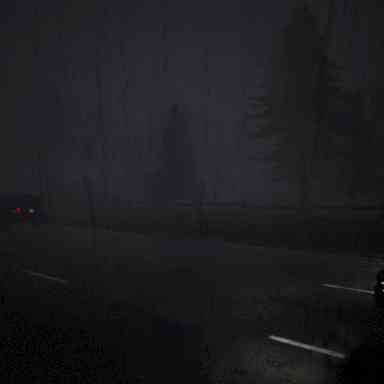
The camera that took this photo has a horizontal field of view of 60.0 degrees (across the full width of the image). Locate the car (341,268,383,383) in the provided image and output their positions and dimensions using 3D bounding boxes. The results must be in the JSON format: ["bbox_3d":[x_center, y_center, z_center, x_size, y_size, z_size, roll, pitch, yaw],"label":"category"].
[{"bbox_3d":[3.255,1.530,1.654,4.674,1.442,1.812,0,0,35],"label":"car"}]

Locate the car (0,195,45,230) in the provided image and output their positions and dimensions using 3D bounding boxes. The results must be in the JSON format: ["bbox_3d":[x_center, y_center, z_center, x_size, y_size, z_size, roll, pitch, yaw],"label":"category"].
[{"bbox_3d":[-11.445,1.173,20.748,5.566,2.045,2.150,0,0,35],"label":"car"}]

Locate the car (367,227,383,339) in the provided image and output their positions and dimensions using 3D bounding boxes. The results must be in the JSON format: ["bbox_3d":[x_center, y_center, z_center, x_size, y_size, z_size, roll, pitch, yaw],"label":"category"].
[{"bbox_3d":[5.315,1.482,4.499,5.008,1.535,1.882,0,0,35],"label":"car"}]
